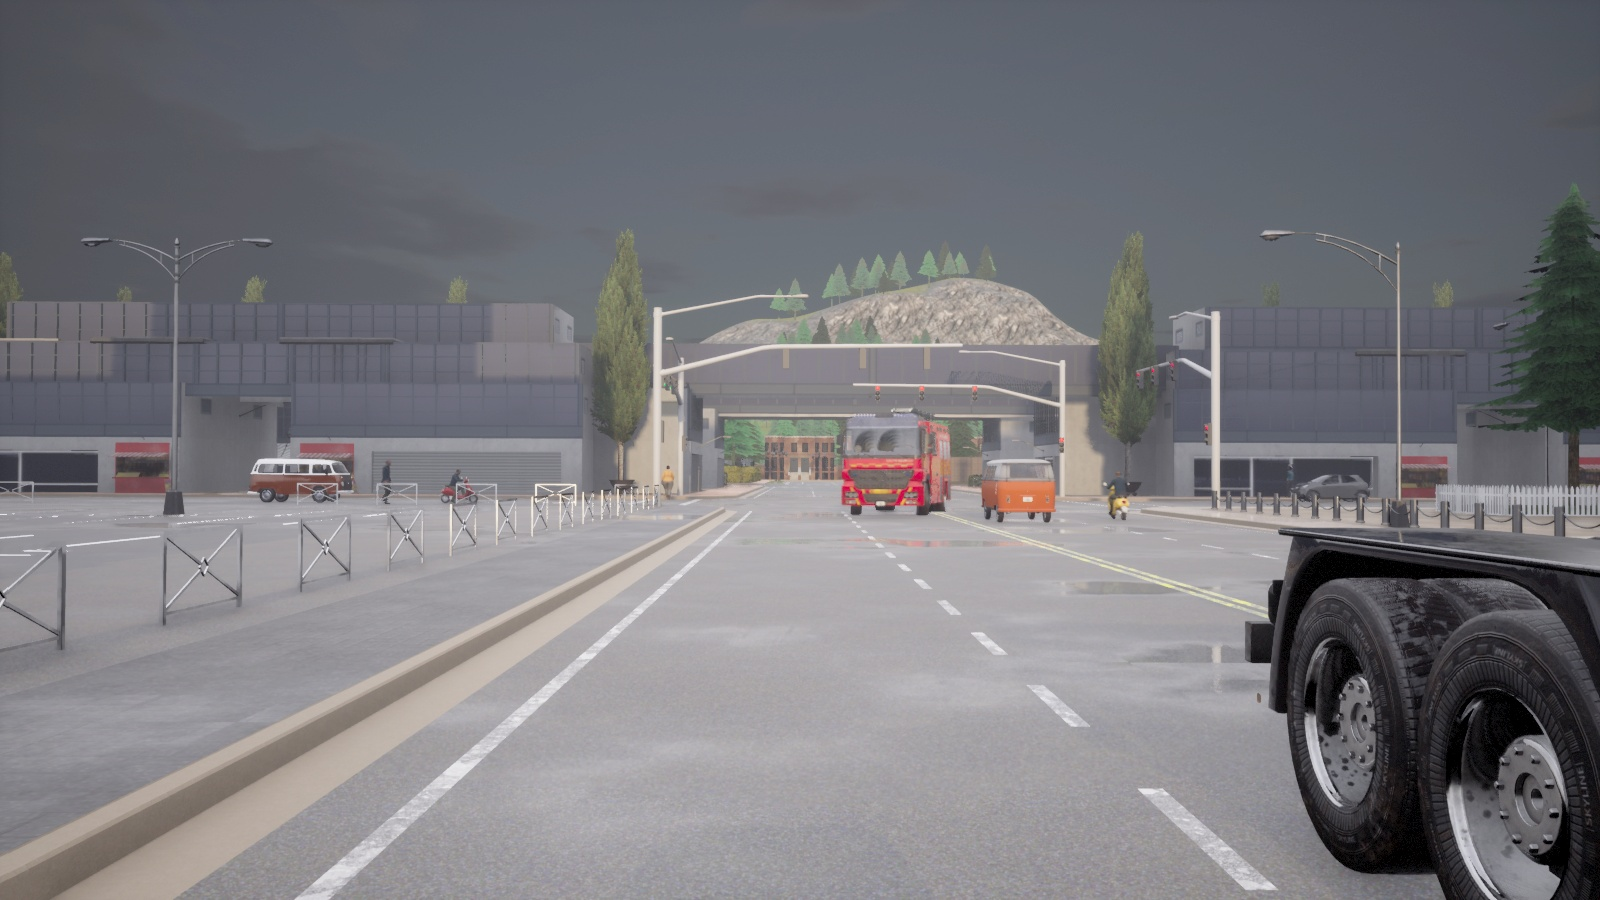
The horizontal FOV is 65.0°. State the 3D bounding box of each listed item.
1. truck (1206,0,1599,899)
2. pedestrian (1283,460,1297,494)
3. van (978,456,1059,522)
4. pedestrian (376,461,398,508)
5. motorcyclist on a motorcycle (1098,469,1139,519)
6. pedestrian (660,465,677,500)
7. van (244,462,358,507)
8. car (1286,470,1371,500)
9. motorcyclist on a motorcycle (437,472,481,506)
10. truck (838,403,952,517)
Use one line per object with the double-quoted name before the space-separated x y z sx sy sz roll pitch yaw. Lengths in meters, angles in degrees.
"truck" 3.496 -0.142 2.332 2.891 3.462 7.936 0 -1 0
"pedestrian" 27.815 1.557 71.332 0.692 1.930 0.396 0 -1 13
"van" 6.910 1.211 40.102 1.775 1.987 4.442 0 -1 0
"pedestrian" -16.441 1.377 50.005 0.726 1.842 0.402 0 -1 0
"motorcyclist on a motorcycle" 10.409 1.415 41.127 0.866 1.590 1.817 0 -1 0
"pedestrian" -7.011 1.740 66.821 0.874 1.855 0.900 0 -1 -9
"van" -23.202 1.611 58.494 4.480 2.038 2.069 0 -1 1
"car" 27.499 1.814 65.413 3.633 1.501 1.845 0 -1 0
"motorcyclist on a motorcycle" -15.840 1.808 58.317 1.817 1.590 0.866 0 -1 1
"truck" 3.689 0.415 46.554 2.891 3.827 8.468 -1 -1 13
